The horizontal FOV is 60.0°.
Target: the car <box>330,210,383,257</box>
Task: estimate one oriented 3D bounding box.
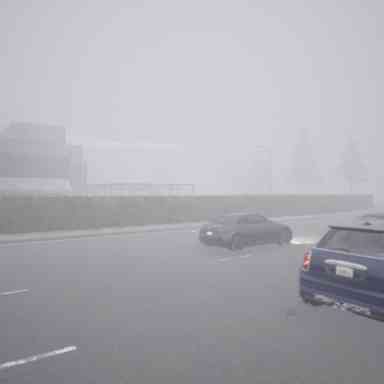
[{"bbox_3d":[8.250,1.547,13.920,5.357,1.411,2.033,0,0,-35],"label":"car"}]

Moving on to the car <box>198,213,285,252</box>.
[{"bbox_3d":[2.290,1.564,13.970,4.181,1.385,1.994,0,0,-35],"label":"car"}]

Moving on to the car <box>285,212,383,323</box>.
[{"bbox_3d":[4.278,1.352,6.792,4.553,1.767,2.097,0,0,-35],"label":"car"}]
